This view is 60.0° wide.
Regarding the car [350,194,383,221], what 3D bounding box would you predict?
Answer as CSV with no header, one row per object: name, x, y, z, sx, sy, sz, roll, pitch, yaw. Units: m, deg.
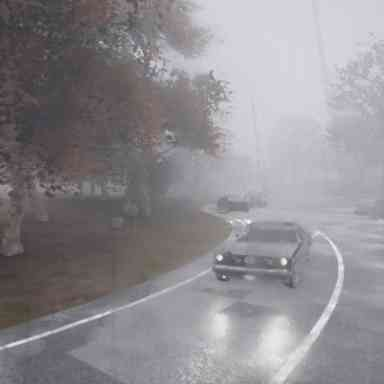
car,12.490,0.988,19.601,5.357,1.411,2.033,-1,2,44

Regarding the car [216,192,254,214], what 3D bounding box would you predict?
car,3.461,0.986,29.236,1.882,1.535,5.008,-2,1,-9

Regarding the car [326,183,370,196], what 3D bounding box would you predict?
car,23.714,-0.367,51.320,5.566,2.045,2.150,-1,1,2

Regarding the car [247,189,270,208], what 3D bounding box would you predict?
car,6.408,0.672,34.283,2.097,1.767,4.553,-1,1,7

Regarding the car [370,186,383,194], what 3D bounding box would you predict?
car,29.007,-0.206,54.107,4.674,1.442,1.812,-1,1,13

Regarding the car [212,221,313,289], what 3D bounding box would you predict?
car,2.188,1.533,9.269,1.895,1.301,4.718,-1,0,25

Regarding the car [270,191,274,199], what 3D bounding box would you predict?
car,10.074,0.380,49.080,5.008,1.535,1.882,-3,1,-40
